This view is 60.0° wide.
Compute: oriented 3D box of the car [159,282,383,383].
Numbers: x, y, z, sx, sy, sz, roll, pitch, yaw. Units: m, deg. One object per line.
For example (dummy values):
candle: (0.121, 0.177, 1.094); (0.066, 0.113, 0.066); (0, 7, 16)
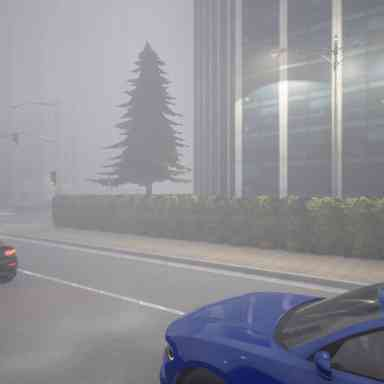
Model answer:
car: (1.974, 1.478, 2.585); (5.008, 1.535, 1.882); (0, 0, 36)

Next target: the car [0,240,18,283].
car: (-6.154, 1.526, 8.337); (4.674, 1.442, 1.812); (0, 0, 36)

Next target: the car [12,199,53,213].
car: (-17.175, 1.547, 37.424); (2.033, 1.411, 5.357); (0, 0, 36)
